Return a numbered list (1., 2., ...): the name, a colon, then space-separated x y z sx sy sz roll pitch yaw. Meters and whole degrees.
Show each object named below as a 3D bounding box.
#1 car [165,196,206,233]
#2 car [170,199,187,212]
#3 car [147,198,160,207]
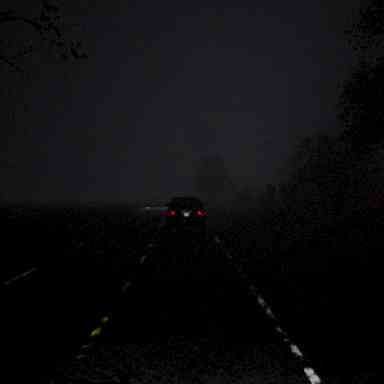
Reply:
1. car: -0.400 1.254 19.831 2.150 2.045 5.566 0 0 -2
2. car: -1.707 1.570 40.060 1.837 1.490 4.892 0 0 -5
3. car: -6.050 1.630 52.877 1.812 1.442 4.674 0 0 -6
